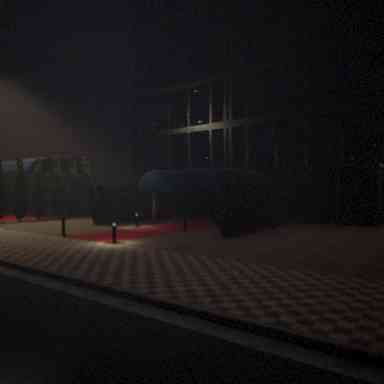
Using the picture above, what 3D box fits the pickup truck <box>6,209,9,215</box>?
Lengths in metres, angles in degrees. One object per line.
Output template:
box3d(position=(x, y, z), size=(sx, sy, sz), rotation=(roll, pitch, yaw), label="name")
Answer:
box3d(position=(-16.849, 1.000, 27.717), size=(2.390, 2.098, 6.274), rotation=(0, 0, -24), label="pickup truck")
